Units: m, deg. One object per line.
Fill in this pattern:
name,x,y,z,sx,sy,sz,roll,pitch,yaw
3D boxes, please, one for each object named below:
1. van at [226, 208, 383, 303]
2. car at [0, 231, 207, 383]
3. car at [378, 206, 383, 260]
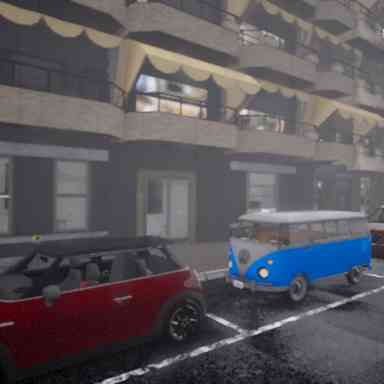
van,2.663,1.364,7.995,3.998,1.788,1.690,0,0,-36
car,-1.842,1.444,4.776,4.097,1.590,1.967,0,0,-36
car,7.168,1.356,11.213,5.009,1.841,2.192,0,0,-36
